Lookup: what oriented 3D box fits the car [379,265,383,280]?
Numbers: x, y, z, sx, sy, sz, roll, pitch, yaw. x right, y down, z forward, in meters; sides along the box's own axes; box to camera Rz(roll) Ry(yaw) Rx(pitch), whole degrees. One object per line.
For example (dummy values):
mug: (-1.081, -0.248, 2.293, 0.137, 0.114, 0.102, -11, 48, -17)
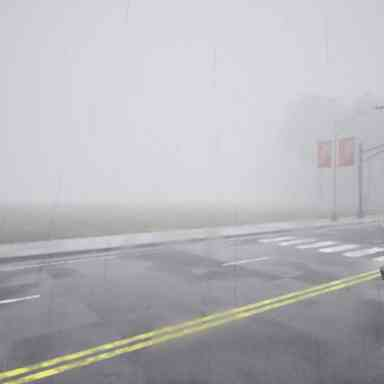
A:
car: (6.734, 1.550, 8.241, 5.357, 1.411, 2.033, 0, 0, -36)
